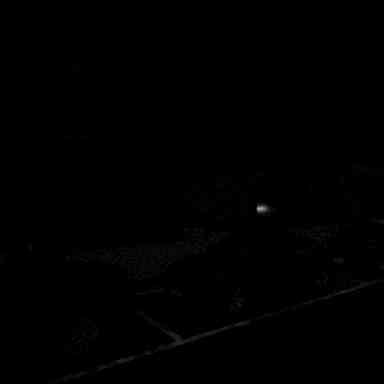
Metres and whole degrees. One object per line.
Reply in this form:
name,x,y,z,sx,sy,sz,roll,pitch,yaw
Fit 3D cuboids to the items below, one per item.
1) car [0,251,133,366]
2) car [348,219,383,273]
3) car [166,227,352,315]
car,-3.019,1.545,4.378,4.507,1.381,1.887,0,0,-35
car,5.980,1.591,10.790,4.313,1.339,1.947,0,0,-35
car,1.480,1.579,7.584,4.313,1.339,1.947,0,0,-35
